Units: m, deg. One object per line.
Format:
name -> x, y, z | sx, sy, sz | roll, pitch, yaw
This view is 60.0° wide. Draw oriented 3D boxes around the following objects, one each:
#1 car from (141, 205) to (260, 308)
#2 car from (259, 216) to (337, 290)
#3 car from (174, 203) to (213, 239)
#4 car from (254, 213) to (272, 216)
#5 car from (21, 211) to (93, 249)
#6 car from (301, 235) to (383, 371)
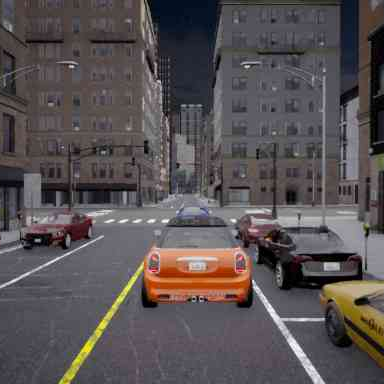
car -> 0.097, 1.350, 8.097 | 2.097, 1.767, 4.553 | 0, 0, 0
car -> 2.866, 1.564, 8.900 | 1.947, 1.339, 4.313 | -1, 0, 0
car -> 0.099, 1.473, 18.385 | 1.882, 1.535, 5.008 | 0, 0, 1
car -> 2.866, 1.578, 14.486 | 1.802, 1.307, 4.206 | -1, 0, 0
car -> -5.679, 1.541, 14.483 | 1.887, 1.381, 4.507 | -1, 0, 0
car -> 2.866, 1.524, 3.484 | 1.752, 1.417, 4.829 | -1, 0, 0
